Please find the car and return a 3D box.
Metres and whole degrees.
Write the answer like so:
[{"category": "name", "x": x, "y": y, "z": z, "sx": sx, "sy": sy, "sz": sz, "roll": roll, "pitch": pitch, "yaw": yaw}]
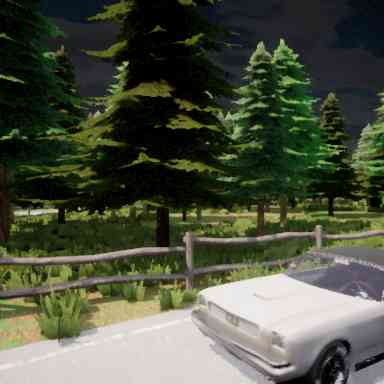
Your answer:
[{"category": "car", "x": 2.377, "y": 1.600, "z": 5.088, "sx": 4.718, "sy": 1.301, "sz": 1.895, "roll": 0, "pitch": 0, "yaw": -30}]
